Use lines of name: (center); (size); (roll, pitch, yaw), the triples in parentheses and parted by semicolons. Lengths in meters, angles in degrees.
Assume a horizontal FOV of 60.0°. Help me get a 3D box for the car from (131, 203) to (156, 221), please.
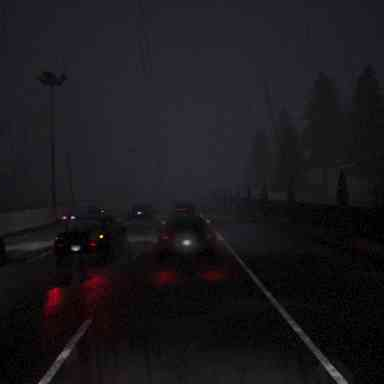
car: (-4.161, 1.600, 27.951); (1.994, 1.385, 4.181); (-1, 0, -1)

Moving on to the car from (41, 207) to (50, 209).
car: (-22.416, 1.917, 49.079); (2.033, 1.411, 5.357); (-1, 0, -1)

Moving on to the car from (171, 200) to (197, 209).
car: (-0.655, 1.473, 27.672); (1.837, 1.490, 4.892); (-1, 1, -1)

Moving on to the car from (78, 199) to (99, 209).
car: (-15.441, 1.753, 49.769); (1.812, 1.442, 4.674); (-1, 0, -1)

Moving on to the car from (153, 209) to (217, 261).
car: (-0.205, 1.546, 12.318); (1.994, 1.385, 4.181); (-1, 0, -1)

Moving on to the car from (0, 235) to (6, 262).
car: (-7.139, 1.620, 9.218); (2.128, 1.511, 4.902); (-1, 0, -1)

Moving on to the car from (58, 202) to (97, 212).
car: (-7.566, 1.660, 23.644); (2.033, 1.411, 5.357); (-1, 0, -1)

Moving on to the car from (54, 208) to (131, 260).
car: (-3.718, 1.579, 12.744); (1.812, 1.442, 4.674); (-1, 0, -2)
